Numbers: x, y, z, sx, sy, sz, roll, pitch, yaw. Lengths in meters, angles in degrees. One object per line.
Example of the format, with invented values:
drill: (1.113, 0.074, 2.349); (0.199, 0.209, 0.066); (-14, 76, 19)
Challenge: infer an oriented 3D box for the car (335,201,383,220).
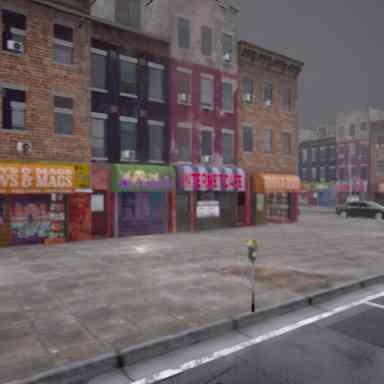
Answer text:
car: (14.438, 1.505, 27.637); (1.837, 1.490, 4.892); (0, 0, -36)
